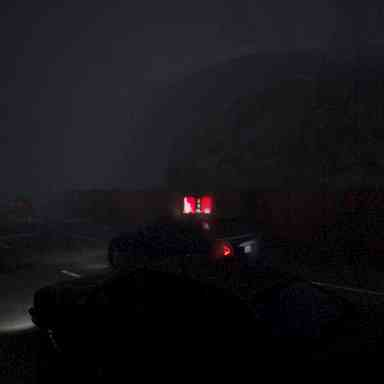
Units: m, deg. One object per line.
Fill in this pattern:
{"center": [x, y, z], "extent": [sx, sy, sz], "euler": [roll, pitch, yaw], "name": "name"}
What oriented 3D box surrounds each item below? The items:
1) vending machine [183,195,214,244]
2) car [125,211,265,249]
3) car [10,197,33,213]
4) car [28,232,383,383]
{"center": [0.287, 1.195, 15.033], "extent": [1.100, 2.100, 0.880], "euler": [0, 0, -45], "name": "vending machine"}
{"center": [-0.304, 1.351, 9.126], "extent": [4.553, 1.767, 2.097], "euler": [0, 0, 40], "name": "car"}
{"center": [-18.720, 1.352, 36.546], "extent": [2.097, 1.767, 4.553], "euler": [0, 0, -26], "name": "car"}
{"center": [0.009, 1.547, 4.145], "extent": [5.357, 1.411, 2.033], "euler": [0, 0, 40], "name": "car"}
